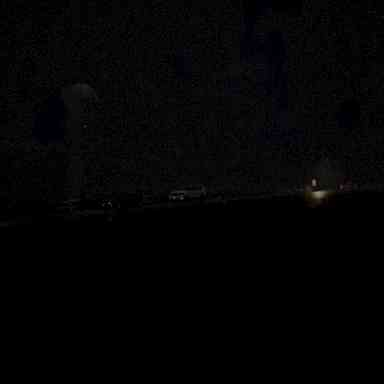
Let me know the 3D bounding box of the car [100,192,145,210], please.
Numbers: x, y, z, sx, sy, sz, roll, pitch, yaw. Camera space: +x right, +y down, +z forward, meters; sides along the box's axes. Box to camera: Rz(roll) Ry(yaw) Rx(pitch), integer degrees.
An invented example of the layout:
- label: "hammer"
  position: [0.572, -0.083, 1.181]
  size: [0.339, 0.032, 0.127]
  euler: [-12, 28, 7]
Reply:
- label: "car"
  position: [-6.594, 0.841, 32.044]
  size: [1.837, 1.490, 4.892]
  euler: [-2, 1, 36]

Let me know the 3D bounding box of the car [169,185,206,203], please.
- label: "car"
  position: [-0.455, 0.214, 40.644]
  size: [2.150, 2.045, 5.566]
  euler: [-2, 1, 36]

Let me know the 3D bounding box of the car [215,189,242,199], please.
- label: "car"
  position: [5.480, 0.226, 48.881]
  size: [2.033, 1.411, 5.357]
  euler: [-2, 1, 36]

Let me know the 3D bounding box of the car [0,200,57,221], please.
- label: "car"
  position: [-12.350, 1.274, 23.903]
  size: [1.895, 1.301, 4.718]
  euler: [-2, 1, 34]
